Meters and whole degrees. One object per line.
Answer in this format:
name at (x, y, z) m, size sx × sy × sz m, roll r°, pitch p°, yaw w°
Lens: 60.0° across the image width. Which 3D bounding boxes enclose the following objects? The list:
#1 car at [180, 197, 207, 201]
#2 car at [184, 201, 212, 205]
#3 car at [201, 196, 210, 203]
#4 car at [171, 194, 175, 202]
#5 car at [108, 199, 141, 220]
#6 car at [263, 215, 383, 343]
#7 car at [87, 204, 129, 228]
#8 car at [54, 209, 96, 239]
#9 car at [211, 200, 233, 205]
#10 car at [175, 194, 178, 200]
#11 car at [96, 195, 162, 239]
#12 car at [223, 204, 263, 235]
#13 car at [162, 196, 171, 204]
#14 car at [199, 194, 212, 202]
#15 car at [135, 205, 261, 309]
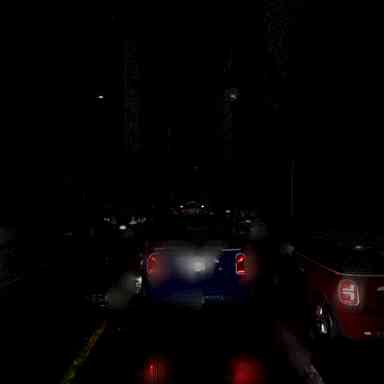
car at (0.010, 1.459, 27.317) m, size 1.801 × 1.575 × 5.366 m, roll 0°, pitch 0°, yaw 0°
car at (0.102, 1.479, 17.295) m, size 1.882 × 1.535 × 5.008 m, roll 0°, pitch 0°, yaw 0°
car at (2.924, 1.579, 71.120) m, size 1.752 × 1.417 × 4.829 m, roll 0°, pitch 0°, yaw 0°
car at (-5.588, 1.616, 76.374) m, size 2.008 × 1.369 × 4.403 m, roll 0°, pitch 0°, yaw 0°
car at (-5.661, 1.443, 28.454) m, size 1.967 × 1.590 × 4.097 m, roll 0°, pitch 0°, yaw 0°
car at (2.856, 1.440, 6.445) m, size 1.967 × 1.590 × 4.097 m, roll 0°, pitch 0°, yaw 0°
car at (-5.663, 1.584, 22.953) m, size 1.802 × 1.307 × 4.206 m, roll 0°, pitch 0°, yaw 0°
car at (-5.665, 1.567, 17.451) m, size 1.947 × 1.339 × 4.313 m, roll 0°, pitch 0°, yaw 0°
car at (2.865, 1.569, 28.451) m, size 1.947 × 1.339 × 4.313 m, roll 0°, pitch 0°, yaw 0°
car at (-5.554, 1.637, 92.430) m, size 1.752 × 1.417 × 4.829 m, roll 0°, pitch 0°, yaw 0°
car at (-3.080, 1.221, 17.625) m, size 2.150 × 2.045 × 5.566 m, roll 0°, pitch 0°, yaw 0°
car at (2.860, 1.552, 17.448) m, size 2.008 × 1.369 × 4.403 m, roll 0°, pitch 0°, yaw 0°
car at (-5.613, 1.625, 65.557) m, size 1.802 × 1.307 × 4.206 m, roll 0°, pitch 0°, yaw 0°
car at (2.912, 1.484, 65.541) m, size 1.967 × 1.590 × 4.097 m, roll 0°, pitch 0°, yaw 0°
car at (0.102, 1.352, 8.015) m, size 2.097 × 1.767 × 4.553 m, roll 0°, pitch 0°, yaw 0°
